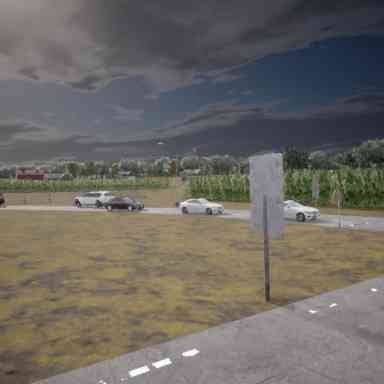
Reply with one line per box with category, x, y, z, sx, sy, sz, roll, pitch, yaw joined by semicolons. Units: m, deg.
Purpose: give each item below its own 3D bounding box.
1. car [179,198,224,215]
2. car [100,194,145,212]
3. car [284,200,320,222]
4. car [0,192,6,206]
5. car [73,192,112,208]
car;0.848;1.340;31.588;4.674;1.442;1.812;0;2;39
car;-7.566;1.350;37.287;4.892;1.490;1.837;0;2;28
car;7.282;1.361;25.251;1.812;1.442;4.674;-3;2;-42
car;-29.247;1.025;46.774;5.566;2.045;2.150;0;1;5
car;-12.712;0.987;43.032;5.566;2.045;2.150;0;2;22
